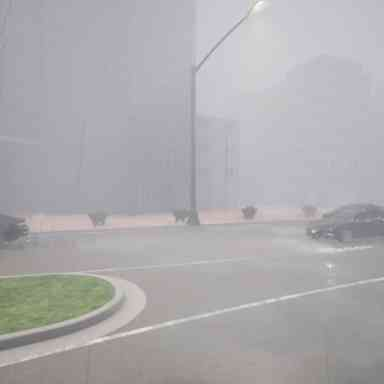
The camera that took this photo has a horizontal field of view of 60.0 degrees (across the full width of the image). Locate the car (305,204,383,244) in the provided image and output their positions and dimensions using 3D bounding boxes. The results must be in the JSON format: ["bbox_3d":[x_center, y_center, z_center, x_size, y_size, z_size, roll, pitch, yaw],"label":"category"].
[{"bbox_3d":[7.586,1.497,15.661,4.892,1.490,1.837,0,0,-24],"label":"car"}]

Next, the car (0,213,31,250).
[{"bbox_3d":[-9.085,1.491,13.097,4.902,1.511,2.128,0,0,-17],"label":"car"}]
